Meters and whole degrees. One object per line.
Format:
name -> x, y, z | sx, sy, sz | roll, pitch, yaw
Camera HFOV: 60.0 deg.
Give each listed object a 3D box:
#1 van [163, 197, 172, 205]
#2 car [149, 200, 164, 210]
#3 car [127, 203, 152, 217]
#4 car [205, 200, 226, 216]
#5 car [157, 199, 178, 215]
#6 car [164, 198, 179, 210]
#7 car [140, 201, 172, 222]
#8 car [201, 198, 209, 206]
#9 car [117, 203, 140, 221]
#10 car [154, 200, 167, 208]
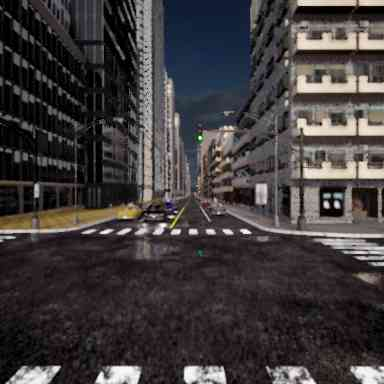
van -> -5.559, 2.031, 75.813 | 1.690, 1.788, 3.998 | -1, -1, 0
car -> -5.599, 2.030, 53.193 | 1.887, 1.381, 4.507 | -1, -1, 0
car -> -5.631, 1.897, 36.230 | 1.947, 1.339, 4.313 | -1, -1, 0
car -> 2.749, 1.876, 36.215 | 2.008, 1.369, 4.403 | -1, -1, 0
car -> -3.012, 1.877, 38.689 | 1.812, 1.442, 4.674 | 0, -1, 0
car -> -2.942, 1.993, 49.074 | 2.033, 1.411, 5.357 | 0, -1, 0
car -> -3.033, 1.769, 28.943 | 1.837, 1.490, 4.892 | 0, -1, 0
car -> 2.811, 2.074, 70.142 | 1.967, 1.590, 4.097 | -1, -1, 0
car -> -5.643, 1.804, 30.407 | 1.752, 1.417, 4.829 | -1, -1, 0
car -> -5.588, 2.118, 58.847 | 1.802, 1.307, 4.206 | -1, -1, 0
